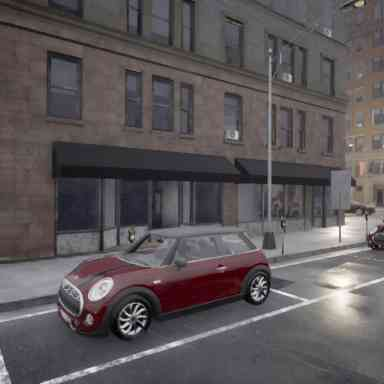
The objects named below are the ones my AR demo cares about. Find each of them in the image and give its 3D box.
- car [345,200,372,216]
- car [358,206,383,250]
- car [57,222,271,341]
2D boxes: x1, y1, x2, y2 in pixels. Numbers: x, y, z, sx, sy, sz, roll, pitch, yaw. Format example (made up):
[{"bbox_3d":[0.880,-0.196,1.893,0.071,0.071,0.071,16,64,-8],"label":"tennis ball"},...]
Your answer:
[{"bbox_3d":[14.774,1.400,31.720,1.882,1.535,5.008,1,0,-37],"label":"car"},{"bbox_3d":[8.555,1.443,12.813,4.097,1.590,1.967,0,0,-35],"label":"car"},{"bbox_3d":[-0.406,1.440,6.456,4.097,1.590,1.967,0,0,-35],"label":"car"}]
